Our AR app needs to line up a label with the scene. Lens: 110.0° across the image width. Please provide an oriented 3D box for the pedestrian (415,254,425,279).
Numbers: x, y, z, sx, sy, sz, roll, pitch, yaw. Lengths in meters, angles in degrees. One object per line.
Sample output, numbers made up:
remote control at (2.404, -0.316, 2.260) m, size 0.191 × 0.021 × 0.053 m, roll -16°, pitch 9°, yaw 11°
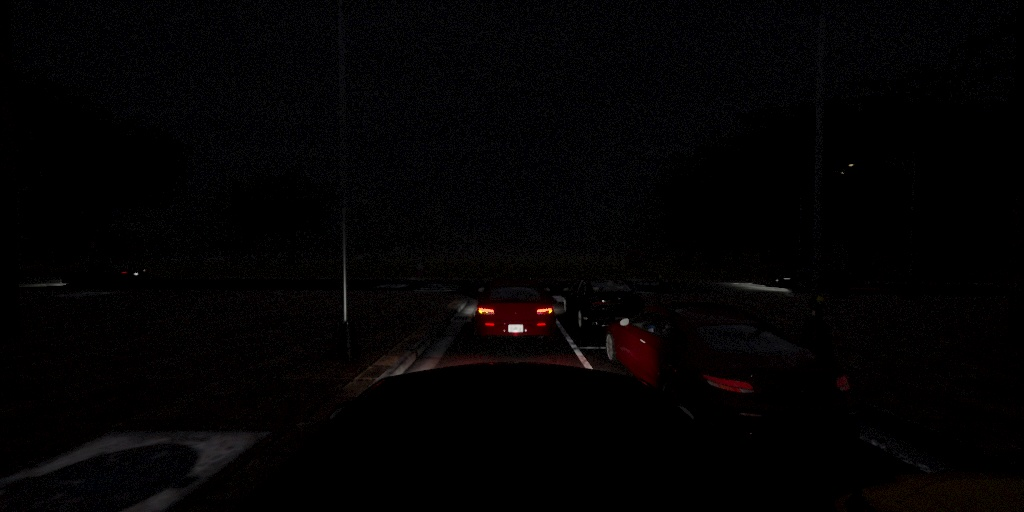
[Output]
pedestrian at (-6.929, 0.748, 26.956) m, size 0.375 × 1.860 × 0.375 m, roll 0°, pitch 1°, yaw 0°

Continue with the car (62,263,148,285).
car at (-27.172, 1.188, 24.010) m, size 4.181 × 1.385 × 1.994 m, roll 0°, pitch 1°, yaw 0°

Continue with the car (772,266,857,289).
car at (20.273, 1.417, 24.126) m, size 4.892 × 1.490 × 1.837 m, roll 1°, pitch 1°, yaw 0°

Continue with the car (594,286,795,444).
car at (2.630, 1.330, 5.263) m, size 1.802 × 1.307 × 4.207 m, roll 0°, pitch 0°, yaw 0°

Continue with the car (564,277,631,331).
car at (2.620, 1.295, 10.795) m, size 2.007 × 1.370 × 4.403 m, roll 0°, pitch 0°, yaw 0°

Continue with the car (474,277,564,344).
car at (0.064, 1.271, 9.421) m, size 1.812 × 1.442 × 4.674 m, roll 0°, pitch 0°, yaw 0°
